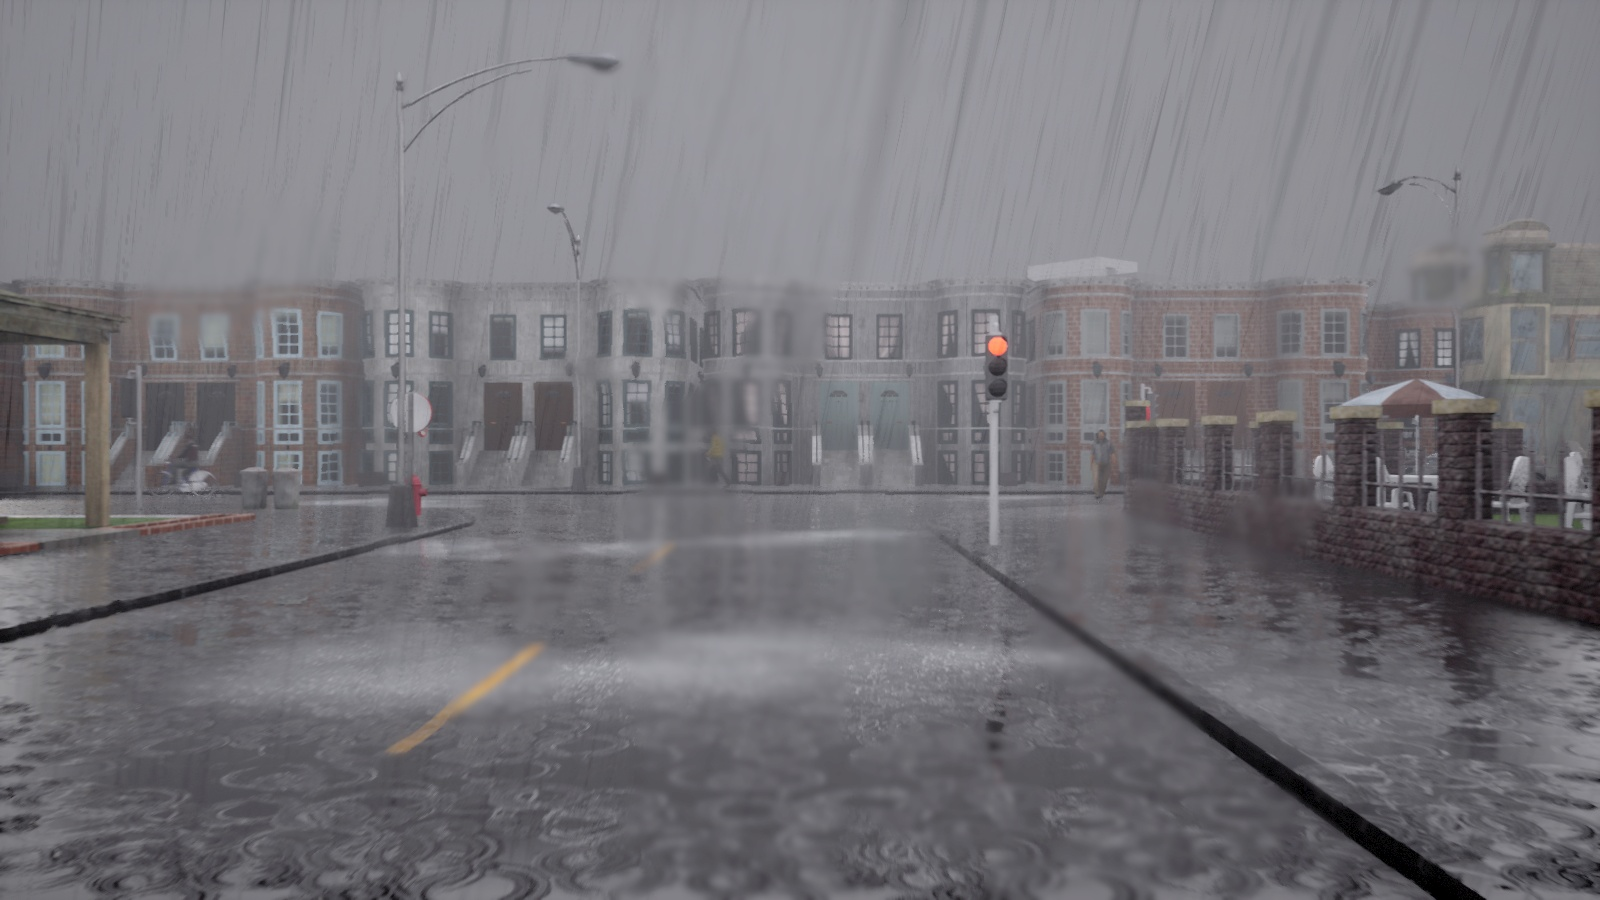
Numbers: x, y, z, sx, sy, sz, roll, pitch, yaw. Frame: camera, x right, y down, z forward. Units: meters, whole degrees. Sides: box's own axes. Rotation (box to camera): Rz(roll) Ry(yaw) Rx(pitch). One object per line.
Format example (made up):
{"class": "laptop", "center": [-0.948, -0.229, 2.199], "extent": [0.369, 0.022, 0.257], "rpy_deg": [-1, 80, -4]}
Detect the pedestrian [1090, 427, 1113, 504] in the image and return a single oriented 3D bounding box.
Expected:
{"class": "pedestrian", "center": [7.406, 0.375, 30.833], "extent": [0.540, 1.848, 0.694], "rpy_deg": [0, 0, 15]}

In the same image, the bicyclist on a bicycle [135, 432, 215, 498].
{"class": "bicyclist on a bicycle", "center": [-16.961, 0.411, 34.119], "extent": [1.843, 1.776, 0.659], "rpy_deg": [0, 0, 1]}

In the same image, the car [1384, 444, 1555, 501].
{"class": "car", "center": [18.040, 0.584, 33.940], "extent": [3.633, 1.501, 1.845], "rpy_deg": [0, 0, 0]}

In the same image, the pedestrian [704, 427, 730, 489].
{"class": "pedestrian", "center": [-2.484, 0.243, 37.475], "extent": [0.709, 1.840, 0.431], "rpy_deg": [0, 0, 4]}
